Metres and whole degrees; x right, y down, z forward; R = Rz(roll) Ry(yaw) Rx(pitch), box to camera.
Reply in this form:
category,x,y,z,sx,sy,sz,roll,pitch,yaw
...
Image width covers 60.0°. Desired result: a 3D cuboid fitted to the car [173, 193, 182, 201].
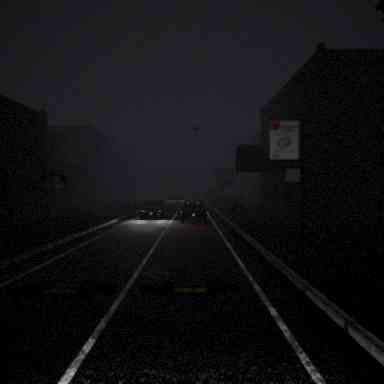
category,x,y,z,sx,sy,sz,roll,pitch,yaw
car,-3.001,0.968,68.876,1.882,1.535,5.008,0,1,0

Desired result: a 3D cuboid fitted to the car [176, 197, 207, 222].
category,x,y,z,sx,sy,sz,roll,pitch,yaw
car,0.101,1.364,25.356,2.128,1.511,4.902,0,0,0

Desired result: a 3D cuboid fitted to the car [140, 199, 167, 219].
category,x,y,z,sx,sy,sz,roll,pitch,yaw
car,-3.098,1.365,27.669,1.837,1.490,4.892,0,0,0

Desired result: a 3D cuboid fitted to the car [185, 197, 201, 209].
category,x,y,z,sx,sy,sz,roll,pitch,yaw
car,0.100,1.359,41.994,1.895,1.301,4.718,0,0,0
